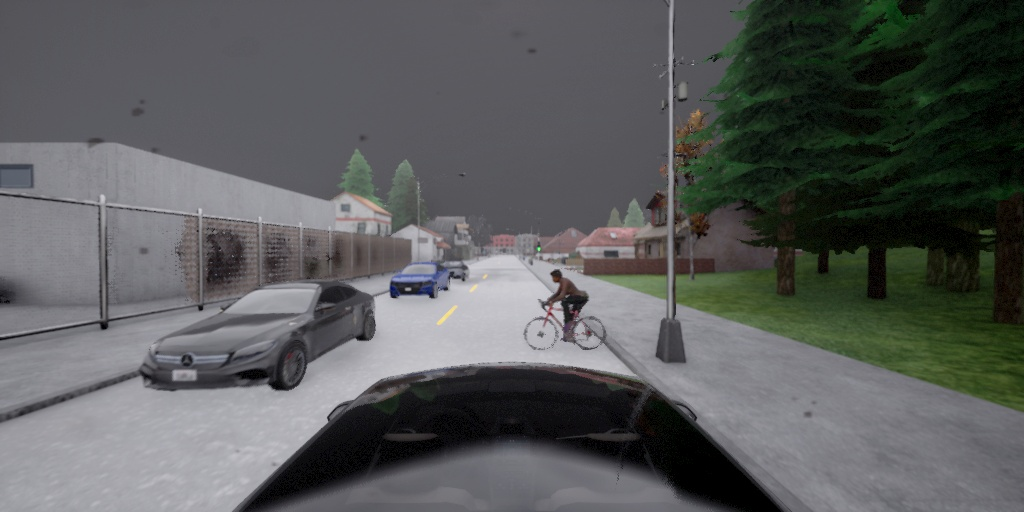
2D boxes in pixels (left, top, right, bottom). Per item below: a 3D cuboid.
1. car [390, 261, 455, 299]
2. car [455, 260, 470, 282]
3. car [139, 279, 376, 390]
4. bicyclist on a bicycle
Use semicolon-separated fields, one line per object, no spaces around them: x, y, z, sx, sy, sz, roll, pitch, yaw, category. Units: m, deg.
-4.158;1.034;16.807;1.882;1.535;5.008;0;1;0;car
-4.111;1.009;25.156;1.994;1.385;4.181;0;1;0;car
-4.116;1.214;6.826;1.812;1.442;4.674;0;1;0;car
1.055;1.095;7.182;1.656;1.620;0.582;-1;1;0;bicyclist on a bicycle
